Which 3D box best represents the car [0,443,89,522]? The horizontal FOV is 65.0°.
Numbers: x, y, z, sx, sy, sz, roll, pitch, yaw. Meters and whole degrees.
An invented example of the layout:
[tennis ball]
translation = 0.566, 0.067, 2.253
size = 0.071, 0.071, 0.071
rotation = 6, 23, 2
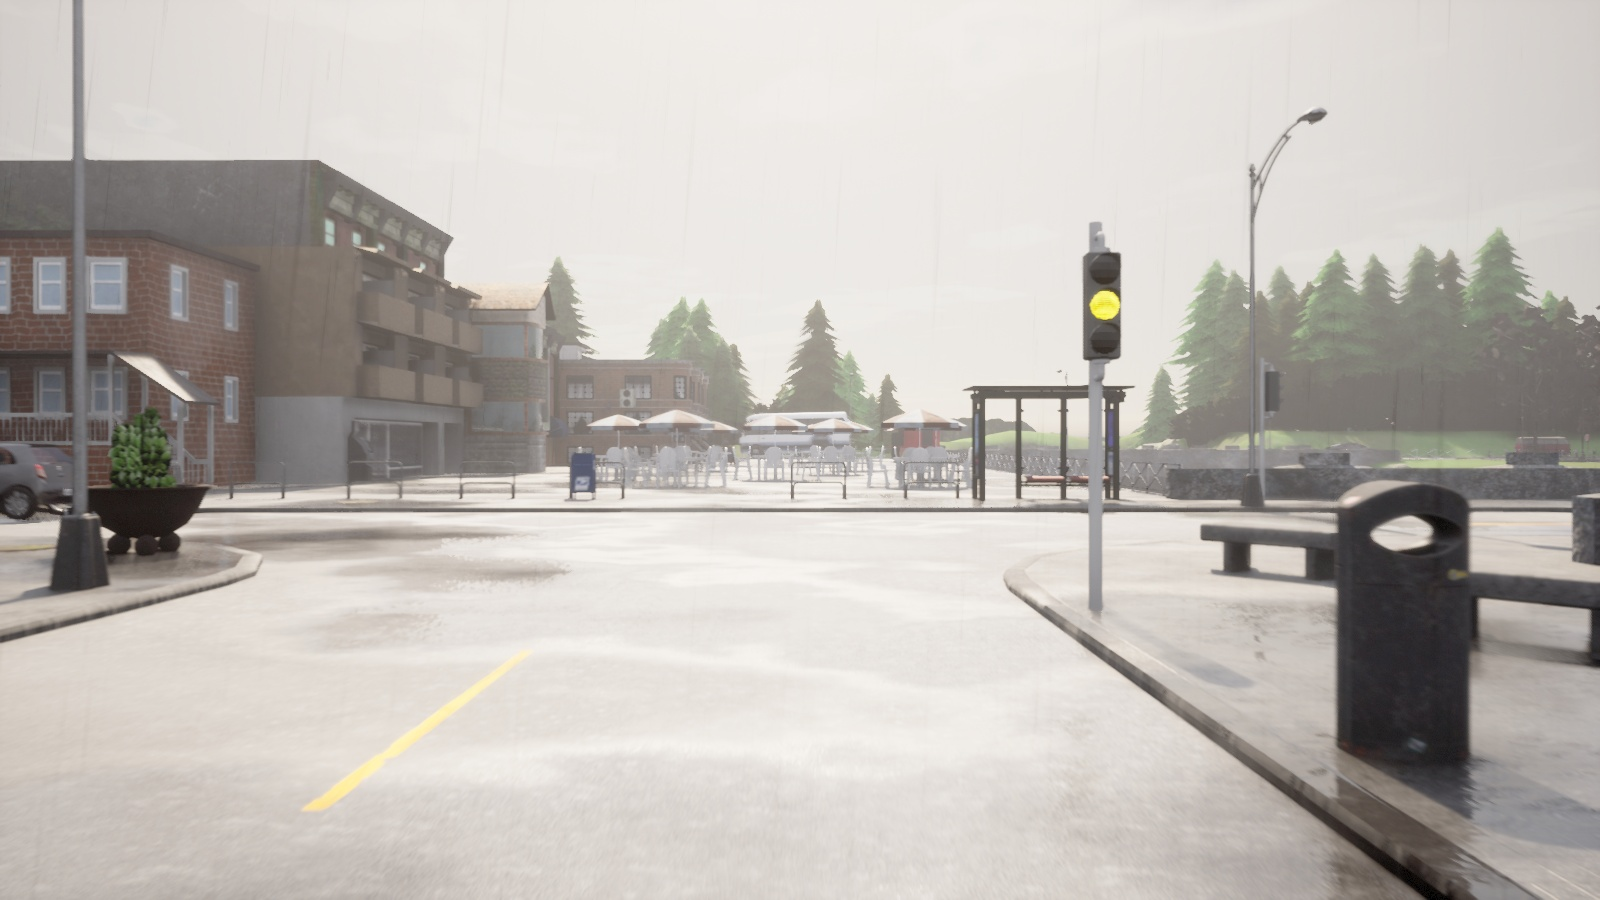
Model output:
[car]
translation = -16.396, 0.607, 24.820
size = 3.633, 1.501, 1.845
rotation = 0, 0, 1
